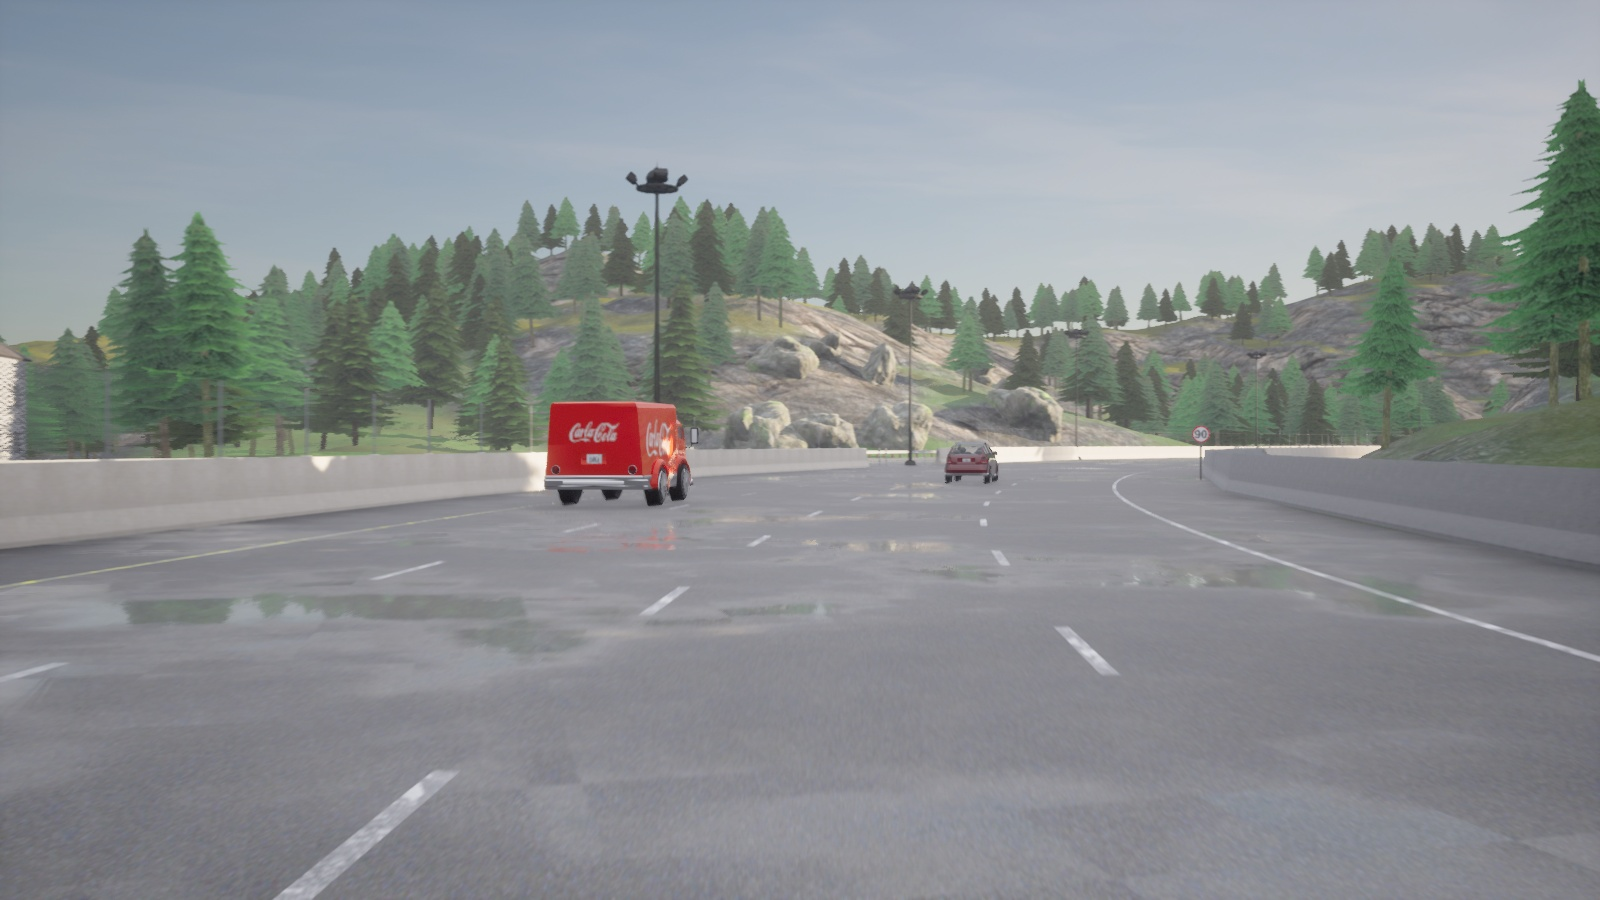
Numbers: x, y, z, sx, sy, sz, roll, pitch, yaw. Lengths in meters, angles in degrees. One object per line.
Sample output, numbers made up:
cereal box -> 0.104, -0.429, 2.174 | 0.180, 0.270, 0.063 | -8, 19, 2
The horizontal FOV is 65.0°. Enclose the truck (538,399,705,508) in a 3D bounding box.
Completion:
truck -> -4.258, 0.074, 31.105 | 2.627, 2.467, 5.204 | 0, 0, 10

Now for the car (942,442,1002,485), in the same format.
car -> 6.556, 0.477, 47.684 | 1.789, 1.549, 3.705 | 0, 0, 15
